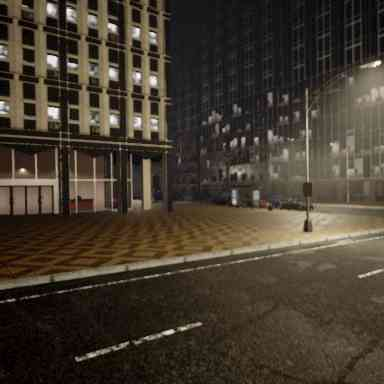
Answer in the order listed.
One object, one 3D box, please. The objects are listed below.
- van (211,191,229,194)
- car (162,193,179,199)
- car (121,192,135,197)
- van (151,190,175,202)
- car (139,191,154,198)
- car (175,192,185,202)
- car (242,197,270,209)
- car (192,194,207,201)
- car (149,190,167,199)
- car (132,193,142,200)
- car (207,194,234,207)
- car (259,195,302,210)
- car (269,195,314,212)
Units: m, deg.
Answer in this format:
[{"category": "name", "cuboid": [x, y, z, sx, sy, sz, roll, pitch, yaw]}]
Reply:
[{"category": "van", "cuboid": [4.901, 0.787, 58.862, 1.690, 1.788, 3.998, -1, 1, -35]}, {"category": "car", "cuboid": [-4.771, 0.867, 72.907, 1.802, 1.307, 4.206, -1, 1, -35]}, {"category": "car", "cuboid": [-17.669, 0.618, 91.628, 2.008, 1.369, 4.403, -1, 1, -35]}, {"category": "van", "cuboid": [-5.224, 0.883, 58.790, 1.690, 1.788, 3.998, -1, 1, -35]}, {"category": "car", "cuboid": [-11.221, 0.616, 82.265, 1.967, 1.590, 4.097, -1, 1, -35]}, {"category": "car", "cuboid": [-3.082, 0.845, 60.357, 2.097, 1.767, 4.553, -1, 1, -34]}, {"category": "car", "cuboid": [7.580, 1.336, 40.010, 1.802, 1.307, 4.206, -1, 1, -35]}, {"category": "car", "cuboid": [1.677, 0.975, 63.546, 1.802, 1.307, 4.206, -1, 1, -35]}, {"category": "car", "cuboid": [-7.997, 0.545, 77.584, 2.192, 1.841, 5.009, -1, 1, -35]}, {"category": "car", "cuboid": [-11.673, 0.985, 68.154, 2.008, 1.369, 4.403, -1, 1, -35]}, {"category": "car", "cuboid": [4.404, 1.267, 44.723, 1.947, 1.339, 4.313, -1, 1, -35]}, {"category": "car", "cuboid": [10.626, 1.196, 40.336, 1.882, 1.535, 5.008, -1, 1, -35]}, {"category": "car", "cuboid": [10.791, 1.372, 35.318, 1.947, 1.339, 4.313, -1, 1, -35]}]
